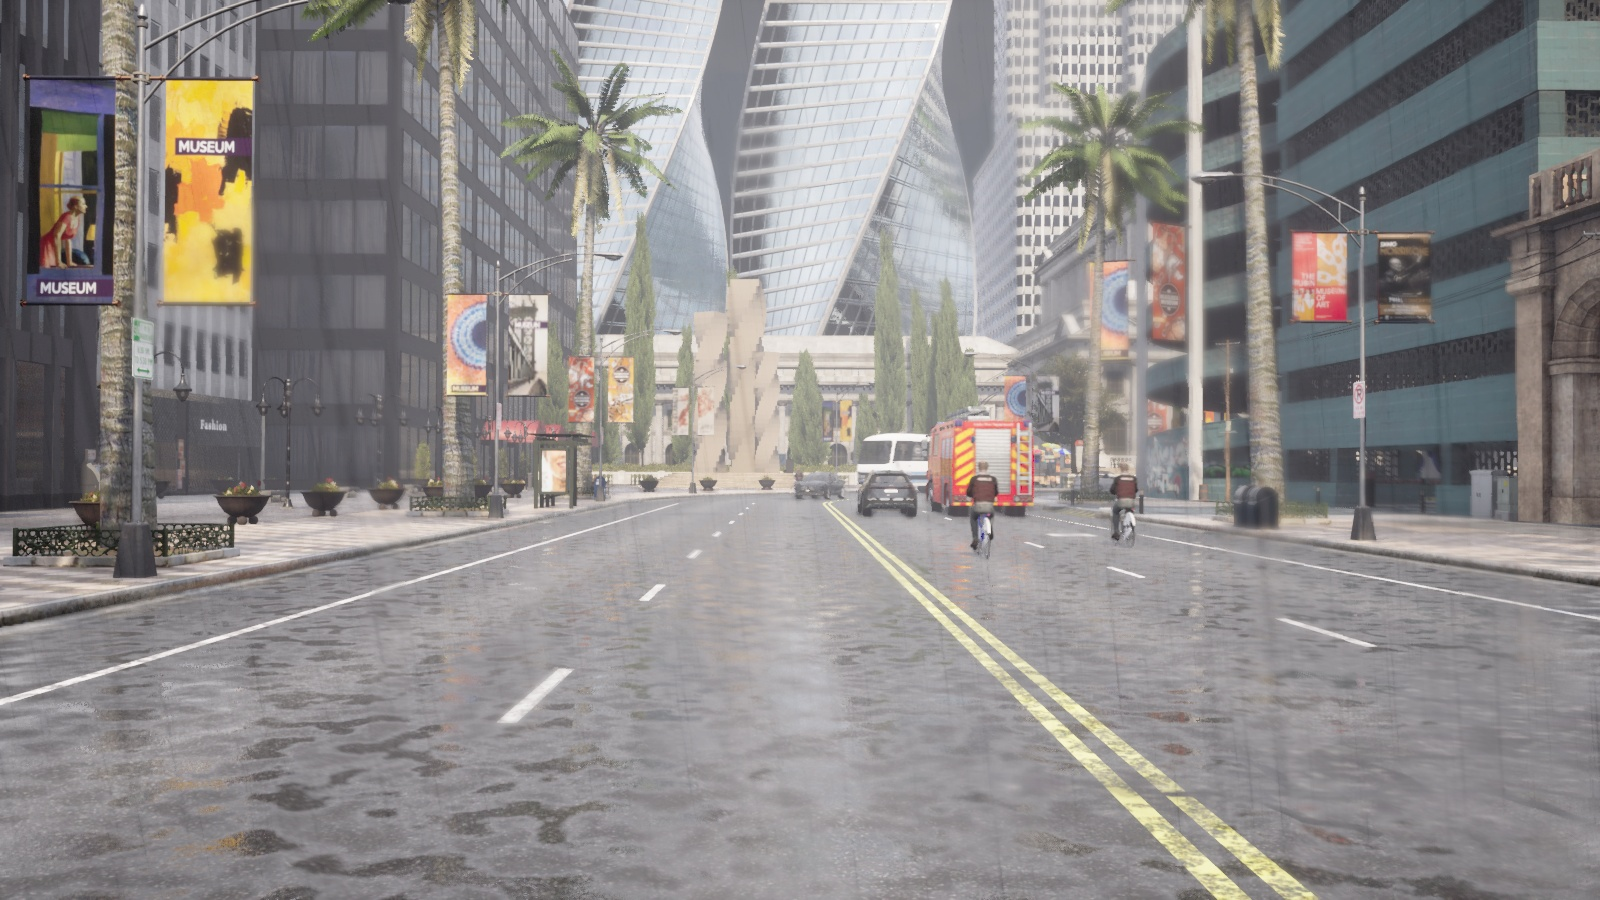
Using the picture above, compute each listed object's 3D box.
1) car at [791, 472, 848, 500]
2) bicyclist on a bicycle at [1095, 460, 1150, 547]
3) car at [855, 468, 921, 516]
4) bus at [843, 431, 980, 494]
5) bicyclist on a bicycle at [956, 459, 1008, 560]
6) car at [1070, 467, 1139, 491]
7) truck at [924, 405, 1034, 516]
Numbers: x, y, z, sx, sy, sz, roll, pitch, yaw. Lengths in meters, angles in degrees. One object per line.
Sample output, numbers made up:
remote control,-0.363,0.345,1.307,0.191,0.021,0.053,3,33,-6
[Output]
car,1.131,1.989,70.111,1.837,1.490,4.892,-1,-1,17
bicyclist on a bicycle,6.790,1.102,26.522,0.659,1.776,1.843,0,-1,0
car,3.130,1.496,45.627,2.033,1.649,4.856,0,-1,0
bus,8.063,0.904,89.476,10.273,4.253,3.944,1,-2,-44
bicyclist on a bicycle,3.319,1.058,23.031,0.659,1.776,1.843,0,-1,0
car,22.234,2.106,91.721,4.611,1.667,2.242,0,-1,-31
truck,6.609,0.422,47.682,2.891,3.827,8.468,0,-1,0
